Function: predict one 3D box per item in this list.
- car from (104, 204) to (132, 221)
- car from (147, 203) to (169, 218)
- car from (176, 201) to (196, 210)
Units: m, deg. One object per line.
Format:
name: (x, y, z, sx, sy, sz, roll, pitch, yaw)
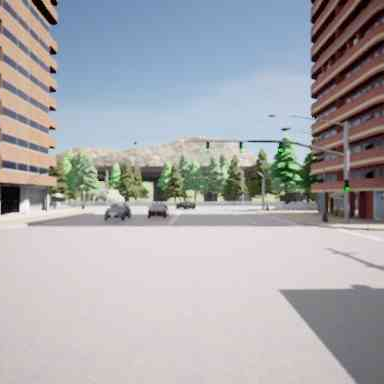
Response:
car: (-7.069, 1.909, 32.051, 2.128, 1.511, 4.902, 0, -1, 0)
car: (-3.549, 1.939, 35.373, 1.882, 1.535, 5.008, 0, -1, 0)
car: (-1.092, 2.215, 56.617, 2.128, 1.511, 4.902, 0, -1, -27)
